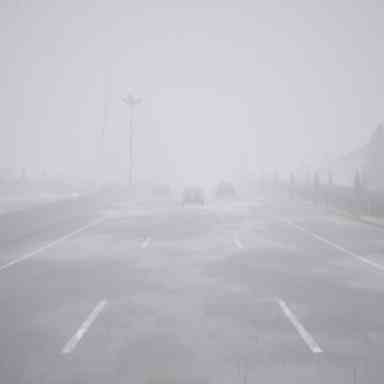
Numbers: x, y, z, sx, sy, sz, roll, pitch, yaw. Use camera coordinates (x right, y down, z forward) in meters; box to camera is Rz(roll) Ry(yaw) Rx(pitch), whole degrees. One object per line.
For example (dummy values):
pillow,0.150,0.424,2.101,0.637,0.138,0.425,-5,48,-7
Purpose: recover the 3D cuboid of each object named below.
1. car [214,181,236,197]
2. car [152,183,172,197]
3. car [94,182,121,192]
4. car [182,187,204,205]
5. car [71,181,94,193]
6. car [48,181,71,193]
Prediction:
car,3.621,-0.411,36.930,2.097,1.767,4.553,0,3,0
car,-3.377,-0.319,37.645,2.128,1.511,4.902,0,4,0
car,-10.556,-0.602,43.077,2.033,1.411,5.357,0,4,0
car,0.086,0.288,28.697,2.033,1.411,5.357,0,4,0
car,-14.045,-0.708,44.414,1.812,1.442,4.674,0,3,0
car,-17.542,-0.754,44.576,2.128,1.511,4.902,0,3,0
